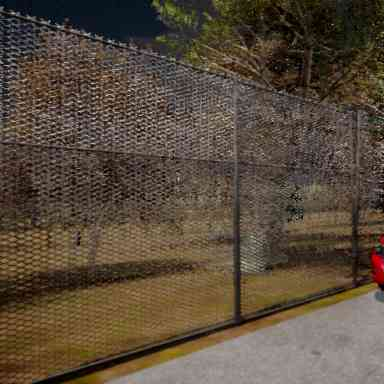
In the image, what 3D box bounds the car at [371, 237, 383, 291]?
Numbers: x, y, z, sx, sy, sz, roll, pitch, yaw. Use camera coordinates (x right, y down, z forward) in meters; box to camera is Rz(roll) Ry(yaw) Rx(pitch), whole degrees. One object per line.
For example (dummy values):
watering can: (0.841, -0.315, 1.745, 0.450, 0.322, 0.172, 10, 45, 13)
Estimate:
car: (6.413, 1.237, 7.689, 5.566, 2.045, 2.150, 0, 0, -36)
